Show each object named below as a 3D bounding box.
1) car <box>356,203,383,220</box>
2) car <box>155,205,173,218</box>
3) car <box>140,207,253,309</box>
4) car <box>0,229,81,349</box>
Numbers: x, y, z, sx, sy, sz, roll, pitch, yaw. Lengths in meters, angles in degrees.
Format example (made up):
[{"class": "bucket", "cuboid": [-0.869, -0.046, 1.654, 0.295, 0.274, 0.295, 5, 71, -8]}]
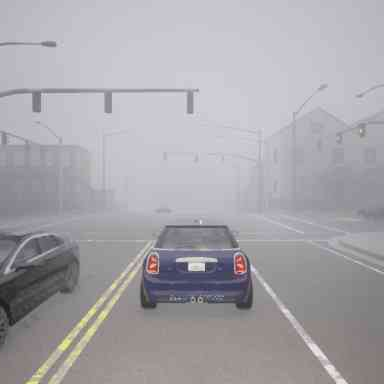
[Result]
[{"class": "car", "cuboid": [16.640, 1.547, 27.622, 5.357, 1.411, 2.033, 0, 0, -1]}, {"class": "car", "cuboid": [-3.539, 2.569, 42.529, 1.895, 1.301, 4.718, 0, -8, 0]}, {"class": "car", "cuboid": [0.096, 1.352, 8.044, 2.097, 1.767, 4.553, 0, 0, 0]}, {"class": "car", "cuboid": [-3.554, 1.491, 5.998, 2.128, 1.511, 4.902, 0, 0, 1]}]
